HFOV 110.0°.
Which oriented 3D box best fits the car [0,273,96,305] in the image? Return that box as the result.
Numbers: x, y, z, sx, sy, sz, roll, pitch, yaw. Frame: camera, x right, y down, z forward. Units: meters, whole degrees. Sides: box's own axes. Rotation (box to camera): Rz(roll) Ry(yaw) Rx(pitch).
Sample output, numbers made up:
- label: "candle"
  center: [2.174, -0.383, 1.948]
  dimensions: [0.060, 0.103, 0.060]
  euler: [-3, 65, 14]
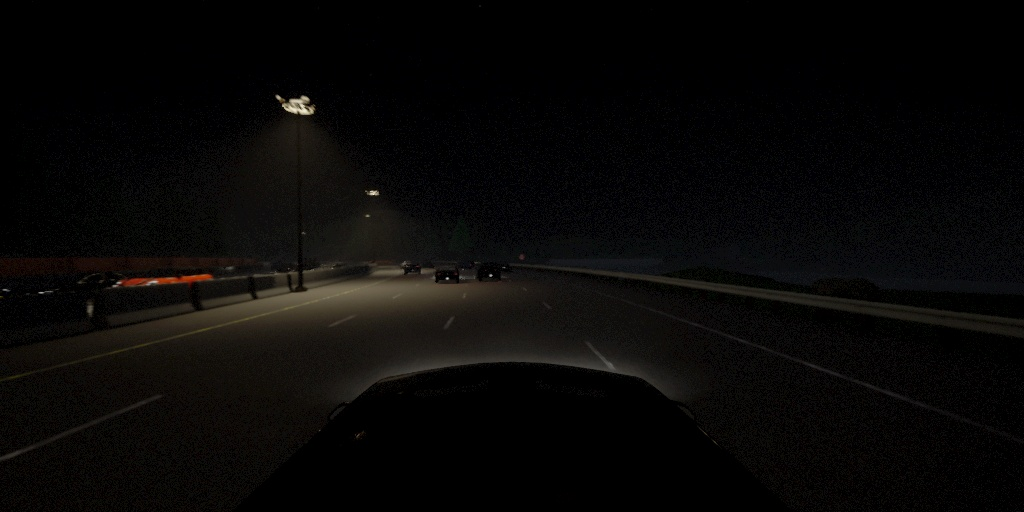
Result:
- label: "car"
  center: [-25.566, 1.696, 19.191]
  dimensions: [1.994, 1.385, 4.181]
  euler: [-1, 0, -6]

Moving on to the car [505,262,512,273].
- label: "car"
  center: [-1.373, 1.349, 44.058]
  dimensions: [1.994, 1.385, 4.181]
  euler: [-1, 0, -14]

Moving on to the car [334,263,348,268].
- label: "car"
  center: [-27.949, 1.781, 58.746]
  dimensions: [1.895, 1.301, 4.718]
  euler: [-1, 0, -21]

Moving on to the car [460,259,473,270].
- label: "car"
  center: [-7.784, 1.431, 56.476]
  dimensions: [2.033, 1.411, 5.357]
  euler: [-1, 0, -22]

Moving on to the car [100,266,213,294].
- label: "car"
  center: [-18.554, 1.380, 19.315]
  dimensions: [2.097, 1.767, 4.553]
  euler: [-1, 0, -6]

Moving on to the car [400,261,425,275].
- label: "car"
  center: [-11.905, 1.431, 43.058]
  dimensions: [2.128, 1.511, 4.902]
  euler: [-1, 0, -14]

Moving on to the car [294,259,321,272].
- label: "car"
  center: [-29.143, 1.419, 51.776]
  dimensions: [2.150, 2.045, 5.566]
  euler: [-1, 0, -18]

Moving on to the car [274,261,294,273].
- label: "car"
  center: [-33.393, 1.768, 53.434]
  dimensions: [1.837, 1.490, 4.892]
  euler: [0, 0, -20]

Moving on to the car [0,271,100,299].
- label: "car"
  center: [-21.957, 1.585, 18.392]
  dimensions: [1.837, 1.490, 4.892]
  euler: [-1, 0, -6]

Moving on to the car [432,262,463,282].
- label: "car"
  center: [-5.324, 1.439, 29.635]
  dimensions: [1.895, 1.301, 4.718]
  euler: [-1, 0, -10]

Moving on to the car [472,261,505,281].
- label: "car"
  center: [-2.124, 1.296, 30.915]
  dimensions: [1.837, 1.490, 4.892]
  euler: [0, 0, -10]
